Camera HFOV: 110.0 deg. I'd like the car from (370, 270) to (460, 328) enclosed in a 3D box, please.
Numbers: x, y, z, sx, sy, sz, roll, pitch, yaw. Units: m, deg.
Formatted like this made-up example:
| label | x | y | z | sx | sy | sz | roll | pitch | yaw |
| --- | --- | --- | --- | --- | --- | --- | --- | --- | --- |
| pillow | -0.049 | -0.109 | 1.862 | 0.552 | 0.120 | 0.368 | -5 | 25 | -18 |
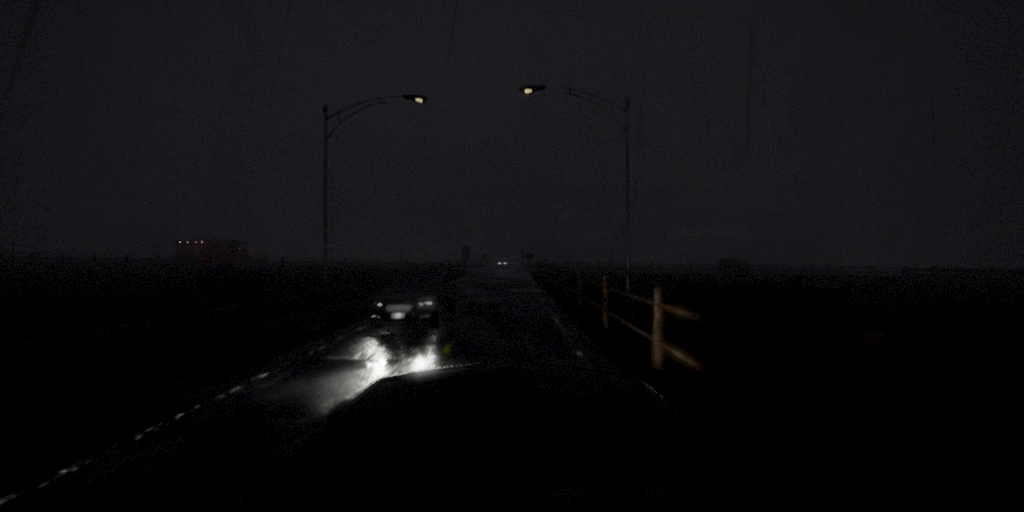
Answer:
| label | x | y | z | sx | sy | sz | roll | pitch | yaw |
| --- | --- | --- | --- | --- | --- | --- | --- | --- | --- |
| car | -2.849 | 1.227 | 11.414 | 2.128 | 1.511 | 4.902 | 0 | 0 | 0 |
